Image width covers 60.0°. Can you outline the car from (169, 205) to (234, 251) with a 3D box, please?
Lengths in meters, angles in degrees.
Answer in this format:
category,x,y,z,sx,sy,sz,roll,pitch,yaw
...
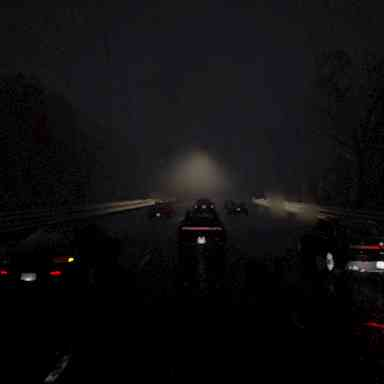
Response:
category,x,y,z,sx,sy,sz,roll,pitch,yaw
car,0.414,1.535,14.254,2.128,1.511,4.902,0,0,2

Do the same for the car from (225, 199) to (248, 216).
category,x,y,z,sx,sy,sz,roll,pitch,yaw
car,4.752,1.688,34.917,1.994,1.385,4.181,0,0,4

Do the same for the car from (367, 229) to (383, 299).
category,x,y,z,sx,sy,sz,roll,pitch,yaw
car,4.609,1.550,4.657,1.812,1.442,4.674,0,0,1

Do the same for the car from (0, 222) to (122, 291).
category,x,y,z,sx,sy,sz,roll,pitch,yaw
car,-3.231,1.544,8.988,1.812,1.442,4.674,0,0,1

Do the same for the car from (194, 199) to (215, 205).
category,x,y,z,sx,sy,sz,roll,pitch,yaw
car,1.235,1.461,33.357,2.097,1.767,4.553,0,0,3

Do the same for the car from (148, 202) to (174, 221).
category,x,y,z,sx,sy,sz,roll,pitch,yaw
car,-2.545,1.608,28.307,1.812,1.442,4.674,0,0,3

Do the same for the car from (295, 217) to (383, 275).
category,x,y,z,sx,sy,sz,roll,pitch,yaw
car,4.740,1.548,10.580,1.837,1.490,4.892,0,0,1
